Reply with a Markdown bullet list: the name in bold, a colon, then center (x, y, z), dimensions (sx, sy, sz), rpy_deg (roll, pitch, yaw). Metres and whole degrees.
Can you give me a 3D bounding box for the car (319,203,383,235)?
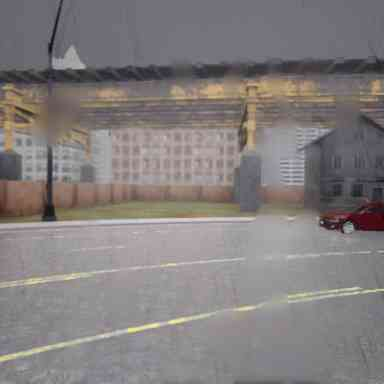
- **car**: center (9.158, 1.314, 17.184), dimensions (5.008, 1.535, 1.882), rpy_deg (1, 1, -3)
